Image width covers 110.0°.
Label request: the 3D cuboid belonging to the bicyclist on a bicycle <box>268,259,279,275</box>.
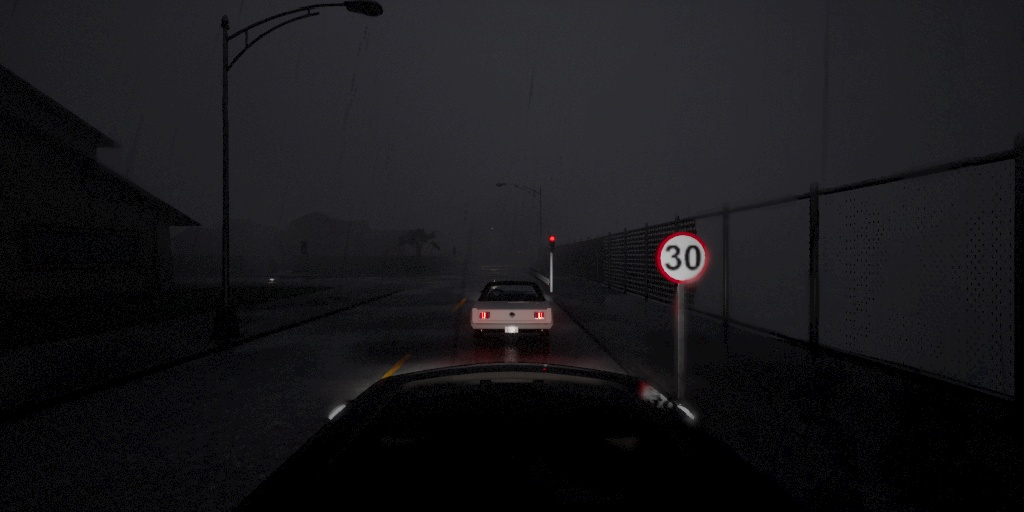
[{"bbox_3d":[-24.318,1.099,36.521,0.582,1.620,1.656,0,0,0],"label":"bicyclist on a bicycle"}]

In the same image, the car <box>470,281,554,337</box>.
[{"bbox_3d":[-0.001,1.351,10.210,1.895,1.301,4.718,0,0,0],"label":"car"}]
